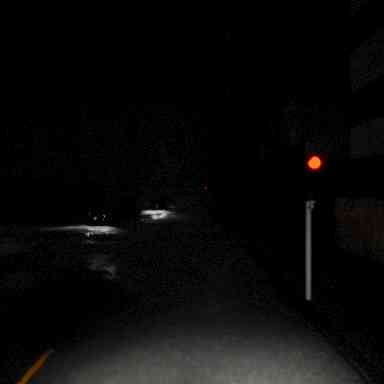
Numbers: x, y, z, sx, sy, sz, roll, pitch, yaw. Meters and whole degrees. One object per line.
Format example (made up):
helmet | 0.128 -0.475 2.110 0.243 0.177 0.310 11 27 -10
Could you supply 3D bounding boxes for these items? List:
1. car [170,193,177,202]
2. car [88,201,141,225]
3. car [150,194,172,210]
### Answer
car | -4.015 1.114 57.291 2.097 1.767 4.553 0 0 0
car | -5.358 1.458 23.623 1.837 1.490 4.892 1 0 20
car | -4.100 1.408 41.448 2.128 1.511 4.902 0 0 0
